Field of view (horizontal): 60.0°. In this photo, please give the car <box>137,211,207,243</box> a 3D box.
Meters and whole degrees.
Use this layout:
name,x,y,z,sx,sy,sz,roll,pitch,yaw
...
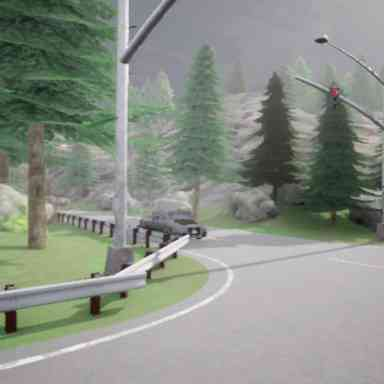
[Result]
name,x,y,z,sx,sy,sz,roll,pitch,yaw
car,-1.090,1.684,17.050,1.994,1.385,4.181,1,0,-38
